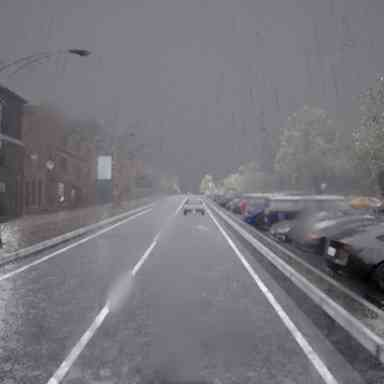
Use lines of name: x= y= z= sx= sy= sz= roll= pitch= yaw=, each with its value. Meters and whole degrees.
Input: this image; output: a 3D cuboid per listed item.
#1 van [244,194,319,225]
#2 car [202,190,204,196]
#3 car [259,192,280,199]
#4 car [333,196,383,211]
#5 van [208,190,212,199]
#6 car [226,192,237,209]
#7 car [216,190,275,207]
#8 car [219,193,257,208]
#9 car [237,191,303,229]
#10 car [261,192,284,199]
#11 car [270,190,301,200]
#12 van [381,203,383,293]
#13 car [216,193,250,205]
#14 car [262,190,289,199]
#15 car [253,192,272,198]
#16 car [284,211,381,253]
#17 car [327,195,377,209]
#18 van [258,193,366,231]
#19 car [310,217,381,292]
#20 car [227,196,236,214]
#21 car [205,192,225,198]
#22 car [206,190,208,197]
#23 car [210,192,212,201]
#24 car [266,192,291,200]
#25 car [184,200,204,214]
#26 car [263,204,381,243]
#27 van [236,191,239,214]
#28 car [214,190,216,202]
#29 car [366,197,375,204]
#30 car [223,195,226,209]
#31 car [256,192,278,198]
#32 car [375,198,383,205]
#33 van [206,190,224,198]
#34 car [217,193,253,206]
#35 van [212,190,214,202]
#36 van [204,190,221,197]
van: x=5.861 y=1.130 z=22.180 sx=4.442 sy=1.987 sz=1.878 roll=0 pitch=1 yaw=0
car: x=5.844 y=0.535 z=81.043 sx=5.566 sy=2.045 sz=2.435 roll=0 pitch=0 yaw=0
car: x=18.866 y=0.815 z=81.164 sx=4.792 sy=1.488 sz=2.163 roll=0 pitch=0 yaw=0
car: x=18.656 y=1.207 z=36.580 sx=5.366 sy=1.575 sz=1.946 roll=0 pitch=1 yaw=0
van: x=5.675 y=0.733 z=61.424 sx=4.442 sy=1.987 sz=1.878 roll=0 pitch=1 yaw=0
car: x=5.785 y=1.145 z=30.590 sx=4.553 sy=1.767 sz=2.185 roll=0 pitch=1 yaw=0
car: x=5.732 y=0.962 z=36.196 sx=5.566 sy=2.045 sz=2.435 roll=0 pitch=1 yaw=0
car: x=5.737 y=1.031 z=41.803 sx=4.553 sy=1.767 sz=2.185 roll=0 pitch=1 yaw=0
car: x=5.712 y=1.133 z=19.376 sx=5.566 sy=2.045 sz=2.435 roll=0 pitch=1 yaw=0
car: x=18.921 y=0.834 z=78.378 sx=4.792 sy=1.488 sz=2.163 roll=0 pitch=0 yaw=0
car: x=18.849 y=0.648 z=67.238 sx=5.566 sy=2.045 sz=2.435 roll=0 pitch=1 yaw=0
van: x=5.840 y=1.259 z=5.355 sx=4.442 sy=1.987 sz=1.878 roll=0 pitch=0 yaw=0
car: x=5.806 y=0.975 z=47.409 sx=4.553 sy=1.767 sz=2.185 roll=0 pitch=1 yaw=0
car: x=18.860 y=0.574 z=75.593 sx=5.566 sy=2.045 sz=2.435 roll=0 pitch=0 yaw=0
car: x=18.904 y=0.767 z=89.520 sx=4.674 sy=1.452 sz=2.002 roll=0 pitch=0 yaw=0
car: x=5.728 y=1.495 z=10.967 sx=4.674 sy=1.452 sz=2.002 roll=0 pitch=0 yaw=0
car: x=18.850 y=1.183 z=39.357 sx=4.892 sy=1.521 sz=2.231 roll=0 pitch=1 yaw=0
van: x=5.854 y=1.186 z=16.576 sx=4.442 sy=1.987 sz=1.878 roll=0 pitch=0 yaw=0
car: x=5.756 y=1.503 z=8.159 sx=4.792 sy=1.488 sz=2.163 roll=0 pitch=0 yaw=0
car: x=5.744 y=1.300 z=27.789 sx=4.892 sy=1.521 sz=2.231 roll=0 pitch=1 yaw=0
car: x=5.814 y=0.767 z=83.849 sx=5.008 sy=1.535 sz=2.097 roll=0 pitch=0 yaw=0
car: x=5.984 y=0.899 z=67.032 sx=5.366 sy=1.575 sz=1.946 roll=0 pitch=1 yaw=0
car: x=5.776 y=1.043 z=53.017 sx=5.008 sy=1.535 sz=2.097 roll=0 pitch=1 yaw=0
car: x=18.880 y=0.849 z=72.809 sx=5.008 sy=1.535 sz=2.097 roll=0 pitch=0 yaw=0
car: x=0.179 y=1.378 z=31.893 sx=1.895 sy=1.301 sz=4.718 roll=0 pitch=1 yaw=0
car: x=5.740 y=1.435 z=13.770 sx=4.892 sy=1.521 sz=2.231 roll=0 pitch=0 yaw=0
van: x=5.864 y=1.101 z=24.983 sx=4.442 sy=1.987 sz=1.878 roll=0 pitch=1 yaw=0
car: x=5.736 y=0.934 z=38.999 sx=5.566 sy=2.045 sz=2.435 roll=0 pitch=1 yaw=0
car: x=18.865 y=1.140 z=31.029 sx=4.553 sy=1.767 sz=2.185 roll=0 pitch=1 yaw=0
car: x=5.755 y=1.282 z=33.395 sx=4.674 sy=1.452 sz=2.002 roll=0 pitch=1 yaw=0
car: x=18.893 y=0.766 z=83.948 sx=5.008 sy=1.535 sz=2.097 roll=0 pitch=0 yaw=0
car: x=18.802 y=1.323 z=28.254 sx=4.792 sy=1.488 sz=2.163 roll=0 pitch=1 yaw=0
van: x=5.939 y=0.522 z=86.650 sx=4.442 sy=1.987 sz=1.878 roll=0 pitch=0 yaw=0
car: x=5.740 y=1.003 z=44.606 sx=4.553 sy=1.767 sz=2.185 roll=0 pitch=1 yaw=0
van: x=5.661 y=0.846 z=50.212 sx=4.442 sy=1.987 sz=1.878 roll=0 pitch=1 yaw=0
van: x=5.716 y=0.483 z=92.258 sx=4.442 sy=1.987 sz=1.878 roll=0 pitch=0 yaw=0
